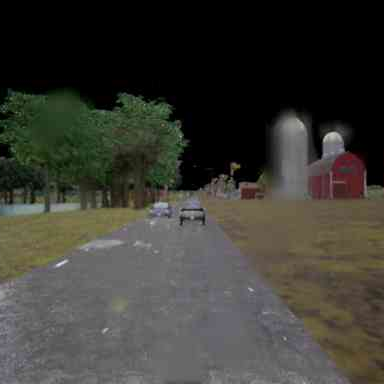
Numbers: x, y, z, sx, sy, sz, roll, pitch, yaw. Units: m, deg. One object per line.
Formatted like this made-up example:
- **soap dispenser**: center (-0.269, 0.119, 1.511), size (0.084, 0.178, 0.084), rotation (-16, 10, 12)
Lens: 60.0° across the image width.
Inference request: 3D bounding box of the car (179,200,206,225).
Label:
- **car**: center (0.046, 1.587, 25.281), size (2.128, 1.511, 4.902), rotation (0, 0, 1)

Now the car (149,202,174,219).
- **car**: center (-2.797, 1.666, 30.853), size (1.812, 1.442, 4.674), rotation (0, -1, 0)

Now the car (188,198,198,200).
- **car**: center (0.082, 1.599, 43.691), size (2.097, 1.767, 4.553), rotation (0, -1, 0)
